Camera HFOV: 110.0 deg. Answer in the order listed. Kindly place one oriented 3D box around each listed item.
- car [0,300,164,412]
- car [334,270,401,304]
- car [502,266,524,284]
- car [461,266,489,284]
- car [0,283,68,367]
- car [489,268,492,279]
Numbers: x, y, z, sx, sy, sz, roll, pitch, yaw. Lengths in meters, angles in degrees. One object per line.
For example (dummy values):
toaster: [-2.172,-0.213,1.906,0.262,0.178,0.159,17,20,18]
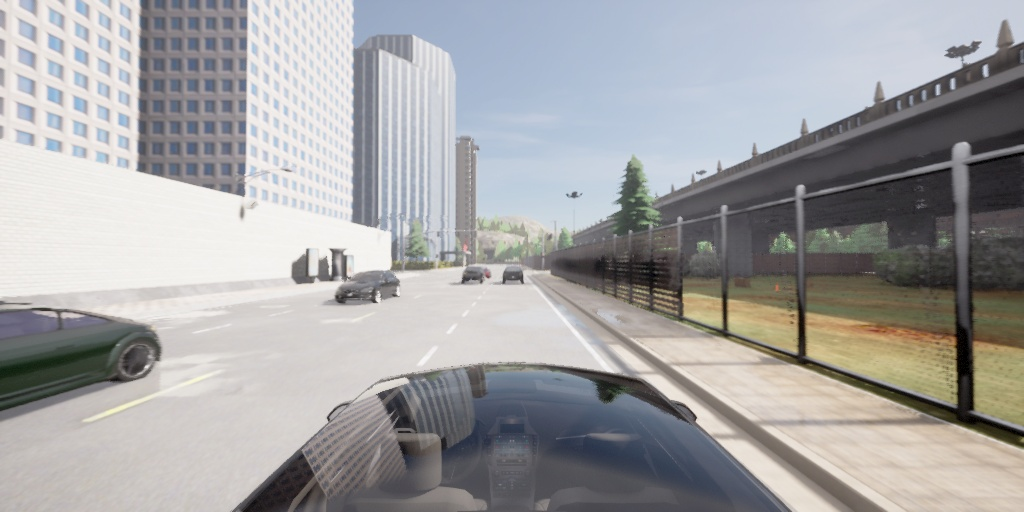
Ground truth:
car: [-7.097,1.354,4.507,1.994,1.385,4.181,0,-1,0]
car: [-7.074,1.490,18.100,1.837,1.490,4.892,0,-1,0]
car: [0.094,1.674,32.823,1.882,1.535,5.008,0,-1,0]
car: [-3.405,1.693,32.429,1.837,1.490,4.892,0,-2,0]
car: [-10.586,1.292,5.229,2.128,1.511,4.902,0,-1,0]
car: [-3.424,1.879,41.096,1.994,1.385,4.181,0,-1,0]
